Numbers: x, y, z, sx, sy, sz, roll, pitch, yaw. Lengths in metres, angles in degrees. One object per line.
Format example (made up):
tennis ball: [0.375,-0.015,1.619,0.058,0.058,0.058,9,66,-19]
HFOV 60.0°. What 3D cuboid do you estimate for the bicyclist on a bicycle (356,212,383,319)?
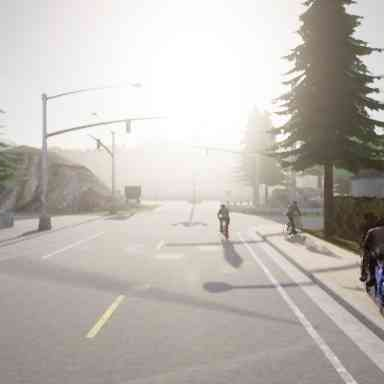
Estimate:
bicyclist on a bicycle: [3.322,1.287,5.869,0.582,1.620,1.656,4,2,18]

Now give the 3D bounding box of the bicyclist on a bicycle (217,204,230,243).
bicyclist on a bicycle: [1.384,1.345,14.406,0.582,1.620,1.656,0,0,-7]

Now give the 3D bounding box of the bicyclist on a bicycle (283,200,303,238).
bicyclist on a bicycle: [4.509,1.200,14.837,1.656,1.620,0.582,0,0,-42]
